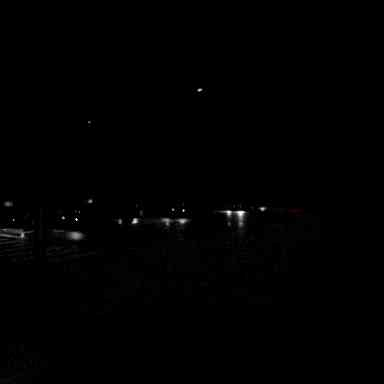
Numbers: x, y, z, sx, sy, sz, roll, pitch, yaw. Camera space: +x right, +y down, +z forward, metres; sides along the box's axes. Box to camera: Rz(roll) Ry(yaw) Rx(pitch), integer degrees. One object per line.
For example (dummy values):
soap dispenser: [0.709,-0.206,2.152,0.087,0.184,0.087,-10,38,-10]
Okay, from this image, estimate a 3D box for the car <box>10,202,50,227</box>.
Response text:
car: [-9.584,1.456,22.446,1.837,1.490,4.892,0,0,35]

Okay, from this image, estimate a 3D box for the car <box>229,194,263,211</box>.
car: [6.070,1.355,38.850,1.837,1.490,4.892,0,0,36]

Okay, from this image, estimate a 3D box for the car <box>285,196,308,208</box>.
car: [13.832,1.285,43.843,1.882,1.535,5.008,0,0,35]

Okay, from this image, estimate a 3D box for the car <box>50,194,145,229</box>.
car: [-5.999,1.160,21.877,2.150,2.045,5.566,0,0,35]

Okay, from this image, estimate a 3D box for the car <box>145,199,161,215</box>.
car: [-4.117,1.389,30.139,1.882,1.535,5.008,0,0,35]

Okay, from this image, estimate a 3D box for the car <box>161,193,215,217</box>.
car: [0.005,1.116,30.326,2.150,2.045,5.566,0,0,35]

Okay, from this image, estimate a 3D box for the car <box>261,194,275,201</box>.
car: [11.209,0.931,51.551,1.882,1.535,5.008,0,0,35]
